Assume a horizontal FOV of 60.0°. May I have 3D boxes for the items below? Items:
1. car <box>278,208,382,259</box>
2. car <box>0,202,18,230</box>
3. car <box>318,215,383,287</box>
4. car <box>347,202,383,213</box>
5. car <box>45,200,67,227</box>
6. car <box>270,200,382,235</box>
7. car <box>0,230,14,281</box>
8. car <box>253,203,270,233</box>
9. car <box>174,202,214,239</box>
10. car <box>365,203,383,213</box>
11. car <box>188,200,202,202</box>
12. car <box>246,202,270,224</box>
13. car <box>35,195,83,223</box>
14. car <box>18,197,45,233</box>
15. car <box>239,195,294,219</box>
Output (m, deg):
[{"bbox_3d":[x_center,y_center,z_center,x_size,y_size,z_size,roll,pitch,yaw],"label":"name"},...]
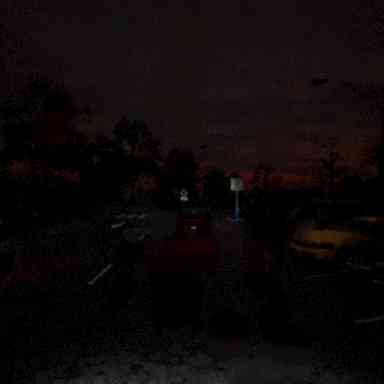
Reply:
[{"bbox_3d":[5.832,1.485,11.234,5.366,1.575,1.946,1,0,-20],"label":"car"},{"bbox_3d":[-10.977,1.366,15.508,4.553,1.767,2.185,-1,0,-20],"label":"car"},{"bbox_3d":[6.003,1.491,8.351,4.892,1.521,2.231,1,0,-20],"label":"car"},{"bbox_3d":[28.098,2.531,54.267,2.231,1.521,4.892,2,-1,-21],"label":"car"},{"bbox_3d":[-10.951,1.494,21.561,4.892,1.521,2.231,-1,0,-20],"label":"car"},{"bbox_3d":[6.035,1.366,14.271,4.553,1.767,2.185,1,0,-20],"label":"car"},{"bbox_3d":[-5.098,1.603,5.543,1.895,1.301,4.718,0,0,0],"label":"car"},{"bbox_3d":[6.008,1.493,17.222,4.892,1.521,2.231,1,0,-20],"label":"car"},{"bbox_3d":[0.100,1.483,17.535,1.882,1.535,5.008,0,0,0],"label":"car"},{"bbox_3d":[31.419,2.630,54.488,1.946,1.575,5.366,2,-1,-21],"label":"car"},{"bbox_3d":[0.301,1.533,33.035,1.837,1.490,4.892,0,-1,4],"label":"car"},{"bbox_3d":[6.003,1.533,20.180,4.674,1.452,2.002,1,0,-20],"label":"car"},{"bbox_3d":[-10.969,1.243,24.565,5.566,2.045,2.435,-1,0,-20],"label":"car"},{"bbox_3d":[-10.917,1.366,18.547,4.553,1.767,2.185,-1,0,-20],"label":"car"},{"bbox_3d":[6.030,1.243,23.156,5.566,2.045,2.435,1,0,-20],"label":"car"}]
